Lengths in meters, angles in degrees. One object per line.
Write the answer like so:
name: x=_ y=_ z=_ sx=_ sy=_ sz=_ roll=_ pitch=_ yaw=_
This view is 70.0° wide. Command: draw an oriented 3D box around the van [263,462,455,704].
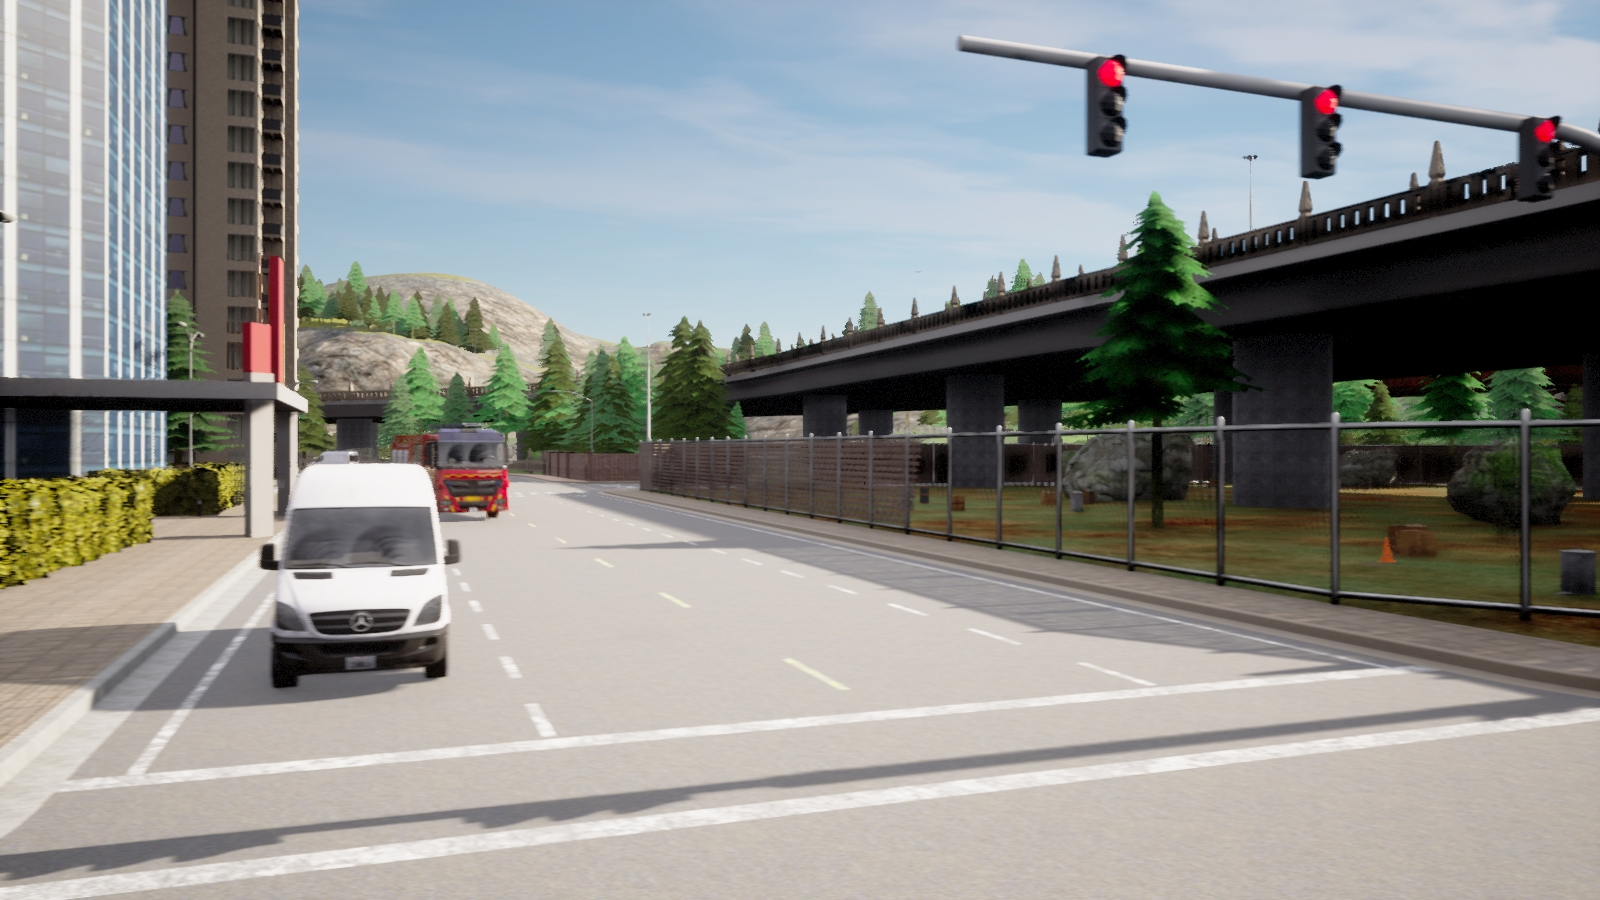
van: x=-5.880 y=1.469 z=15.483 sx=1.988 sy=2.561 sz=5.915 roll=0 pitch=0 yaw=-20

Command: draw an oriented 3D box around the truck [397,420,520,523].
truck: x=-14.205 y=0.807 z=46.984 sx=2.891 sy=3.827 sz=8.468 roll=0 pitch=0 yaw=-31
